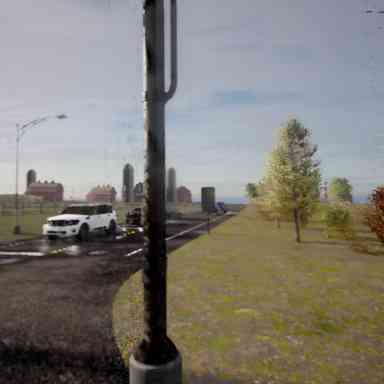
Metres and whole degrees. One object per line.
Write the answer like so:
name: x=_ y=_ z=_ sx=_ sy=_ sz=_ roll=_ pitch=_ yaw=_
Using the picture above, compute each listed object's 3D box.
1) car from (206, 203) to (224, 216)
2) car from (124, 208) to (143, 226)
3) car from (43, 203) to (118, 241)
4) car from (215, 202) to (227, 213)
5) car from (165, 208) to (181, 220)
car: x=3.250 y=2.801 z=50.640 sx=1.837 sy=1.490 sz=4.892 roll=-1 pitch=-2 yaw=11
car: x=-4.567 y=2.249 z=30.108 sx=2.128 sy=1.511 sz=4.902 roll=-1 pitch=-2 yaw=11
car: x=-6.534 y=1.708 z=20.263 sx=2.150 sy=2.045 sz=5.566 roll=-1 pitch=-2 yaw=14
car: x=5.127 y=2.793 z=60.466 sx=2.150 sy=2.045 sz=5.566 roll=-1 pitch=-2 yaw=11
car: x=-2.592 y=2.594 z=39.959 sx=1.994 sy=1.385 sz=4.181 roll=-1 pitch=-2 yaw=11
